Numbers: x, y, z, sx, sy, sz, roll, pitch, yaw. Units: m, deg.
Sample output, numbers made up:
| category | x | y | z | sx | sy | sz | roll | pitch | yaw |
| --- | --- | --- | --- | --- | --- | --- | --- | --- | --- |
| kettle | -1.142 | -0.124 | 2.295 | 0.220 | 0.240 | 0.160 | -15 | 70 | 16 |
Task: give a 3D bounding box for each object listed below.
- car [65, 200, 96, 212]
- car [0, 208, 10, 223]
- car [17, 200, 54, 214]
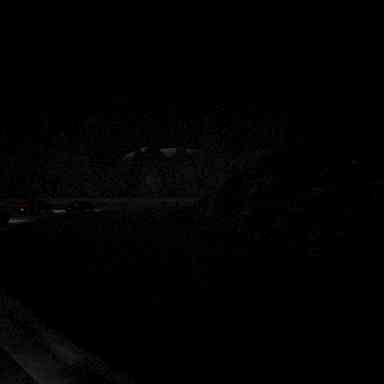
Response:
| category | x | y | z | sx | sy | sz | roll | pitch | yaw |
| --- | --- | --- | --- | --- | --- | --- | --- | --- | --- |
| car | -13.577 | 1.692 | 40.724 | 1.812 | 1.442 | 4.674 | 0 | 0 | 15 |
| car | -14.513 | 1.593 | 23.490 | 1.812 | 1.442 | 4.674 | 0 | 0 | -11 |
| car | -17.792 | 1.638 | 38.021 | 1.837 | 1.490 | 4.892 | 0 | 0 | 10 |
